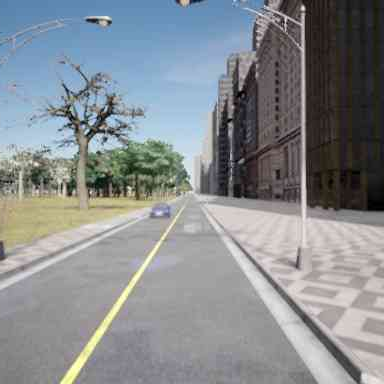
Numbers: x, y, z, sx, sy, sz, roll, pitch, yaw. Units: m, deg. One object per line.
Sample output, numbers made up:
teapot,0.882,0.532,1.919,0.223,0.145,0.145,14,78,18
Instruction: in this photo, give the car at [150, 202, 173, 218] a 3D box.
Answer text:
car,-2.982,1.741,32.479,1.812,1.442,4.674,0,-1,0
